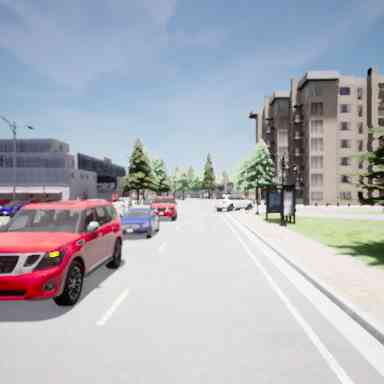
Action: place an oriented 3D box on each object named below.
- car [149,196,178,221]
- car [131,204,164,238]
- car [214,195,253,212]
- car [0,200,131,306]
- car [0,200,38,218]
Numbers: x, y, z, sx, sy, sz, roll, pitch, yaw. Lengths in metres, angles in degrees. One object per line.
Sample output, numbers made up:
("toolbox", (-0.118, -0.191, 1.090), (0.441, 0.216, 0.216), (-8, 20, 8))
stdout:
("car", (-2.425, 1.368, 29.049), (2.150, 2.045, 5.566), (0, 0, 0))
("car", (-2.902, 1.618, 18.324), (1.812, 1.442, 4.674), (0, 0, 2))
("car", (5.333, 1.431, 42.171), (5.566, 2.045, 2.150), (0, 0, -38))
("car", (-3.332, 1.265, 8.492), (2.150, 2.045, 5.566), (0, 0, 2))
("car", (-16.264, 1.527, 31.064), (1.845, 1.501, 3.633), (0, 0, 3))
